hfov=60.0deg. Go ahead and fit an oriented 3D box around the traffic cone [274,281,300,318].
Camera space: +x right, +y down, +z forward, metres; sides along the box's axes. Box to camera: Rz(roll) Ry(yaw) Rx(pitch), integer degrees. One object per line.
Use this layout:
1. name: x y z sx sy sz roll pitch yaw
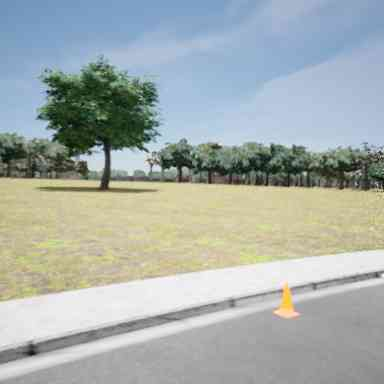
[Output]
1. traffic cone: 1.747 1.940 6.115 0.340 0.580 0.340 0 0 -31
